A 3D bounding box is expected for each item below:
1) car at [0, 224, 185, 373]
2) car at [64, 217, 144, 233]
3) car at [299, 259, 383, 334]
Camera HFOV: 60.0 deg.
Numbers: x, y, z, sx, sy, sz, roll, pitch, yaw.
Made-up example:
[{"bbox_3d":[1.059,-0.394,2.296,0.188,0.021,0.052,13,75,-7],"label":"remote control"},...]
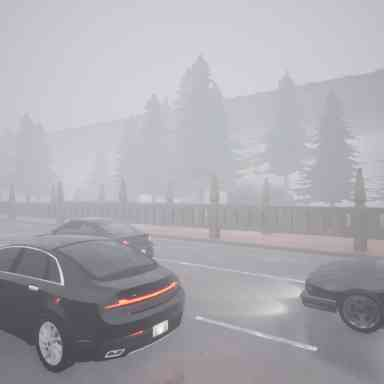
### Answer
[{"bbox_3d":[-2.380,1.505,5.684,4.892,1.490,1.837,0,0,35],"label":"car"},{"bbox_3d":[-3.274,1.526,10.614,4.674,1.442,1.812,0,0,35],"label":"car"},{"bbox_3d":[4.541,1.547,5.053,5.357,1.411,2.033,0,0,35],"label":"car"}]
